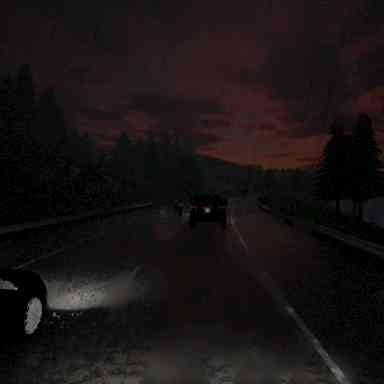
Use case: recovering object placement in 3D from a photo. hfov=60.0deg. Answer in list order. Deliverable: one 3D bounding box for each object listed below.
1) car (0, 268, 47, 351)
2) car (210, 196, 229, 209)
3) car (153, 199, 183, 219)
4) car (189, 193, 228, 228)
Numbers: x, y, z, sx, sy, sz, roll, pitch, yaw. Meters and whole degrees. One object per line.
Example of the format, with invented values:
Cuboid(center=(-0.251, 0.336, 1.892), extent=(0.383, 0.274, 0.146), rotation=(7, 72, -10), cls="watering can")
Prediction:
Cuboid(center=(-3.311, 1.480, 3.528), extent=(1.837, 1.490, 4.892), rotation=(0, 0, 1), cls="car")
Cuboid(center=(3.503, 1.304, 41.738), extent=(2.033, 1.411, 5.357), rotation=(0, 0, 9), cls="car")
Cuboid(center=(-1.890, 1.342, 27.237), extent=(1.837, 1.490, 4.892), rotation=(0, 0, 6), cls="car")
Cuboid(center=(1.064, 1.098, 21.118), extent=(2.150, 2.045, 5.566), rotation=(0, 0, 5), cls="car")
